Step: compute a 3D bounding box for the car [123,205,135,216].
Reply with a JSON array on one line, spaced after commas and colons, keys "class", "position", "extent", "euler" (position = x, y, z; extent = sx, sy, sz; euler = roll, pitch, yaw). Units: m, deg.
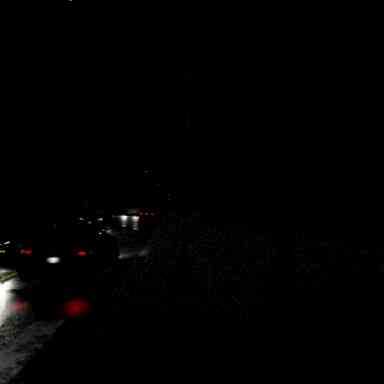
[{"class": "car", "position": [-8.320, 2.502, 45.904], "extent": [1.812, 1.442, 4.674], "euler": [2, -2, -3]}]

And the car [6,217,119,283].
[{"class": "car", "position": [-3.448, 1.672, 10.018], "extent": [1.994, 1.385, 4.181], "euler": [2, -2, -3]}]

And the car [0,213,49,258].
[{"class": "car", "position": [-6.675, 1.570, 12.496], "extent": [1.837, 1.490, 4.892], "euler": [2, -2, -3]}]

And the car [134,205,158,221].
[{"class": "car", "position": [-4.855, 2.398, 37.076], "extent": [2.033, 1.411, 5.357], "euler": [2, -2, -3]}]

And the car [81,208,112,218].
[{"class": "car", "position": [-7.370, 1.961, 25.875], "extent": [1.812, 1.442, 4.674], "euler": [2, -1, -3]}]
